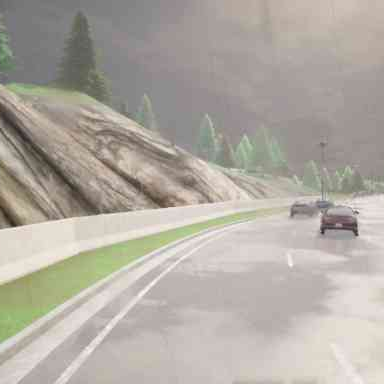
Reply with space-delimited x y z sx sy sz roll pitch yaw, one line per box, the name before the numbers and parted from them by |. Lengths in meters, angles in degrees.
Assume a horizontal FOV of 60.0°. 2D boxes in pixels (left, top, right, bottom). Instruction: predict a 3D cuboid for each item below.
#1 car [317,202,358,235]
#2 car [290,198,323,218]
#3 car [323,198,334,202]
car | 8.407 1.525 19.020 1.812 1.442 4.674 0 0 24
car | 10.341 1.492 30.477 2.128 1.511 4.902 0 0 29
car | 16.616 1.491 41.737 2.128 1.511 4.902 0 0 29
